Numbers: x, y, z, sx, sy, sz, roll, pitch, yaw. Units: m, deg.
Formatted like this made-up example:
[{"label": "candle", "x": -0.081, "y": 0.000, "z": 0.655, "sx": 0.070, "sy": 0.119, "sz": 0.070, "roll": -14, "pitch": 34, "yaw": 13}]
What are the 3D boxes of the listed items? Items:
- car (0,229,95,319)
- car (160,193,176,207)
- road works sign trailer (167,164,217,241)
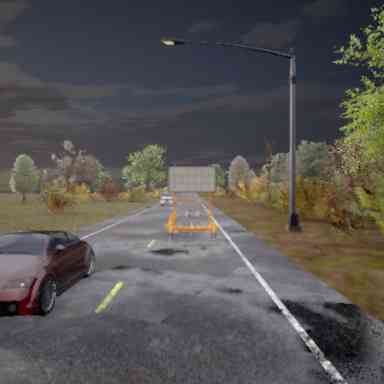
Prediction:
[{"label": "car", "x": -3.601, "y": 1.550, "z": 7.332, "sx": 1.994, "sy": 1.385, "sz": 4.181, "roll": 0, "pitch": 0, "yaw": 0}, {"label": "car", "x": -3.566, "y": 1.095, "z": 50.330, "sx": 2.150, "sy": 2.045, "sz": 5.566, "roll": 0, "pitch": 0, "yaw": 0}, {"label": "road works sign trailer", "x": 0.001, "y": 0.432, "z": 16.535, "sx": 2.380, "sy": 3.560, "sz": 2.880, "roll": 0, "pitch": 0, "yaw": 0}]
